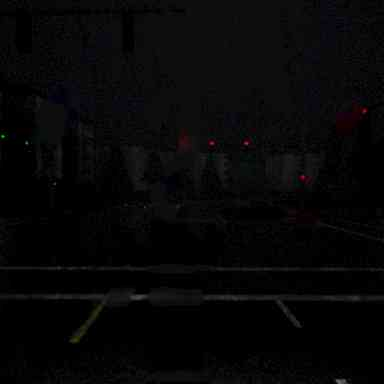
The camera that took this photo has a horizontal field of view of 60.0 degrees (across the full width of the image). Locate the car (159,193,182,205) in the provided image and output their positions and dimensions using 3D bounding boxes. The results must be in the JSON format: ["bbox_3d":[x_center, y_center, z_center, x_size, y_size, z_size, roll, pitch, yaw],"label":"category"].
[{"bbox_3d":[-3.205,1.140,50.396,1.882,1.535,5.008,0,0,7],"label":"car"}]

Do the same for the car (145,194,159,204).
[{"bbox_3d":[-6.161,1.114,54.176,1.882,1.535,5.008,0,0,11],"label":"car"}]

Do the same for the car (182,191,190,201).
[{"bbox_3d":[-0.957,0.761,69.116,2.150,2.045,5.566,0,0,28],"label":"car"}]

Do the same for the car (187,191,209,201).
[{"bbox_3d":[1.649,1.101,66.535,2.033,1.411,5.357,0,0,27],"label":"car"}]

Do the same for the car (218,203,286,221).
[{"bbox_3d":[4.300,1.440,24.356,4.718,1.301,1.895,0,0,1],"label":"car"}]
